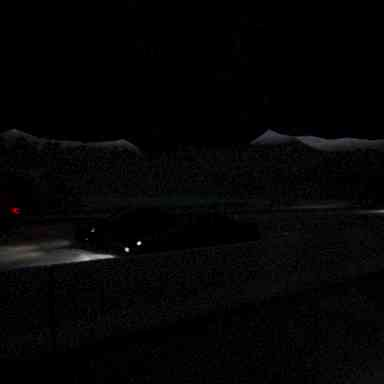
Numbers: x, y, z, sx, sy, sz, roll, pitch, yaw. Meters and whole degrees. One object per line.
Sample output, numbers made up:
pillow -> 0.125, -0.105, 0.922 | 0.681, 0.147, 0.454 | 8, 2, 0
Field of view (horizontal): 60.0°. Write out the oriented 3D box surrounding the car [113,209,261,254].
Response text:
car -> 0.119, 1.484, 12.330 | 5.357, 1.411, 2.033 | 0, 0, -32

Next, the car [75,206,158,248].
car -> -2.543, 1.414, 14.726 | 5.008, 1.535, 1.882 | 0, 0, -32

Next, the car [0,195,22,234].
car -> -11.801, 1.187, 16.965 | 5.566, 2.045, 2.150 | 0, 0, -35
